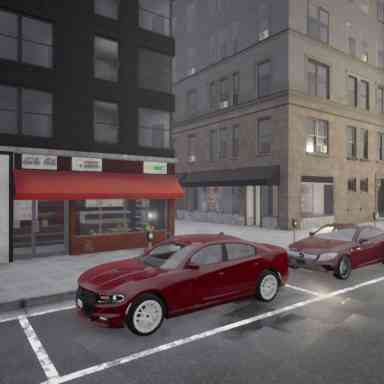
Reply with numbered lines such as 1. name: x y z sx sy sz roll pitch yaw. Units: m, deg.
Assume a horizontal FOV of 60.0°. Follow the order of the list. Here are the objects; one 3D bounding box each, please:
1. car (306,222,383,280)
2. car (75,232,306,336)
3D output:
1. car: 4.542 1.576 9.885 4.206 1.307 1.802 0 0 -35
2. car: 0.022 1.544 6.662 4.507 1.381 1.887 0 0 -35
